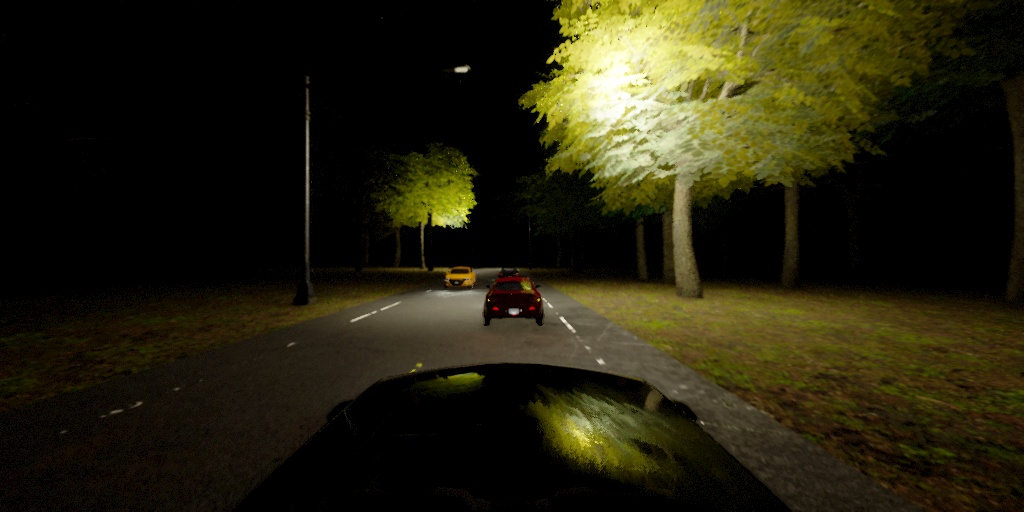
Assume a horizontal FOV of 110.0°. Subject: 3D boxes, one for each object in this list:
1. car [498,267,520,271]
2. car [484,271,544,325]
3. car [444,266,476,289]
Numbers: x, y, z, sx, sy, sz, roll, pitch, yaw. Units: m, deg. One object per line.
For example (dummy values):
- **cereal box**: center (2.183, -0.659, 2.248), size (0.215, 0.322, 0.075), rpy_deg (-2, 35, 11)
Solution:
- **car**: center (-0.272, 1.681, 31.886), size (1.994, 1.385, 4.181), rpy_deg (0, -1, -1)
- **car**: center (0.034, 1.412, 12.380), size (1.812, 1.442, 4.674), rpy_deg (0, -1, -1)
- **car**: center (-3.757, 1.548, 26.502), size (1.882, 1.535, 5.008), rpy_deg (0, -1, -1)
